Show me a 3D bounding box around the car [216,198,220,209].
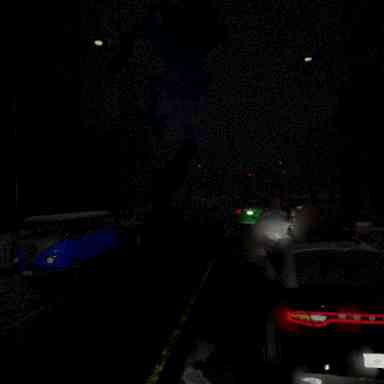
[{"bbox_3d":[2.509,1.930,47.943,1.947,1.339,4.313,-2,-1,9],"label":"car"}]

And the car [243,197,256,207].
[{"bbox_3d":[9.835,1.746,56.835,2.128,1.511,4.902,-2,-1,9],"label":"car"}]

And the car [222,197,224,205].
[{"bbox_3d":[4.298,1.857,58.671,1.967,1.590,4.097,-2,-1,9],"label":"car"}]

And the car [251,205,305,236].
[{"bbox_3d":[3.837,1.562,15.486,1.812,1.442,4.674,-2,-1,9],"label":"car"}]

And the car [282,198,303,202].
[{"bbox_3d":[7.323,1.344,25.090,2.192,1.841,5.009,-2,-1,9],"label":"car"}]

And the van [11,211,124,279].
[{"bbox_3d":[-3.771,1.533,10.404,1.690,1.788,3.998,-2,-1,9],"label":"van"}]

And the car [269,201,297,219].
[{"bbox_3d":[8.225,1.604,30.450,2.008,1.369,4.403,-2,-1,9],"label":"car"}]

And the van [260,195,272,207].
[{"bbox_3d":[12.701,1.524,57.268,1.690,1.788,3.998,-2,-1,9],"label":"van"}]

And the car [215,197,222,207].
[{"bbox_3d":[3.376,1.915,53.140,1.752,1.417,4.829,-2,-1,9],"label":"car"}]

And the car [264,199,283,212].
[{"bbox_3d":[10.018,1.649,41.177,1.887,1.381,4.507,-2,-1,9],"label":"car"}]

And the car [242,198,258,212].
[{"bbox_3d":[7.620,1.666,43.499,1.882,1.535,5.008,-2,0,10],"label":"car"}]

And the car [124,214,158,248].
[{"bbox_3d":[-2.869,1.766,15.765,2.008,1.369,4.403,-2,-1,9],"label":"car"}]

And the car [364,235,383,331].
[{"bbox_3d":[3.744,1.479,3.635,1.887,1.381,4.507,-2,-1,9],"label":"car"}]

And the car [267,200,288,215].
[{"bbox_3d":[9.149,1.605,35.981,1.752,1.417,4.829,-2,-1,9],"label":"car"}]

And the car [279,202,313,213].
[{"bbox_3d":[6.460,1.531,19.892,1.752,1.417,4.829,-2,-1,9],"label":"car"}]

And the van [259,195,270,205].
[{"bbox_3d":[13.598,1.550,62.631,1.690,1.788,3.998,-2,-1,9],"label":"van"}]

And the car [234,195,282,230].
[{"bbox_3d":[4.305,1.301,21.746,2.150,2.045,5.566,-1,-1,21],"label":"car"}]

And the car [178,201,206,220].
[{"bbox_3d":[-0.180,1.854,31.854,1.947,1.339,4.313,-2,-1,9],"label":"car"}]

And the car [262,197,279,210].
[{"bbox_3d":[10.911,1.570,46.541,1.967,1.590,4.097,-2,-1,9],"label":"car"}]

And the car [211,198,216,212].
[{"bbox_3d":[1.584,1.863,42.413,1.752,1.417,4.829,-2,-1,9],"label":"car"}]

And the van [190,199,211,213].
[{"bbox_3d":[0.710,1.654,37.219,1.690,1.788,3.998,-2,-1,9],"label":"van"}]

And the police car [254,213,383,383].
[{"bbox_3d":[2.194,1.420,5.733,1.930,1.638,5.238,-2,0,9],"label":"police car"}]

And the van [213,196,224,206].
[{"bbox_3d":[5.192,1.784,64.035,1.690,1.788,3.998,-2,-1,9],"label":"van"}]

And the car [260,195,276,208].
[{"bbox_3d":[11.804,1.471,51.905,2.192,1.841,5.009,-2,-1,9],"label":"car"}]
